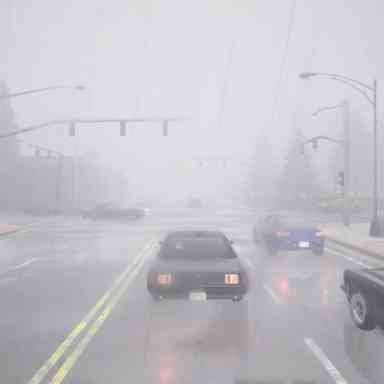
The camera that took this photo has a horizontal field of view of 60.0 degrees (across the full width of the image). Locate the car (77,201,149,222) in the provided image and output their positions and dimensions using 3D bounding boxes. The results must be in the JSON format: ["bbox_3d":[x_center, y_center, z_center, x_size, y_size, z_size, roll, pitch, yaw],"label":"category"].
[{"bbox_3d":[-6.025,1.600,25.772,4.718,1.301,1.895,0,0,2],"label":"car"}]

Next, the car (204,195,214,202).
[{"bbox_3d":[3.819,1.354,74.920,2.097,1.767,4.553,0,0,0],"label":"car"}]

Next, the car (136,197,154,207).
[{"bbox_3d":[-6.901,1.525,47.328,1.812,1.442,4.674,0,0,0],"label":"car"}]

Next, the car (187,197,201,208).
[{"bbox_3d":[0.336,1.477,47.827,1.882,1.535,5.008,0,0,0],"label":"car"}]

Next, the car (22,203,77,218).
[{"bbox_3d":[-12.192,1.600,29.382,4.718,1.301,1.895,0,0,0],"label":"car"}]

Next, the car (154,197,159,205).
[{"bbox_3d":[-6.850,1.563,57.352,1.994,1.385,4.181,0,0,0],"label":"car"}]

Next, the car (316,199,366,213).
[{"bbox_3d":[16.073,1.477,36.017,5.008,1.535,1.882,0,0,0],"label":"car"}]

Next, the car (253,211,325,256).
[{"bbox_3d":[3.634,1.525,13.035,1.812,1.442,4.674,0,0,0],"label":"car"}]

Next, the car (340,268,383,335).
[{"bbox_3d":[3.612,1.601,3.932,1.895,1.301,4.718,0,0,0],"label":"car"}]

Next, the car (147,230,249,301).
[{"bbox_3d":[0.097,1.601,8.243,1.895,1.301,4.718,0,0,0],"label":"car"}]
